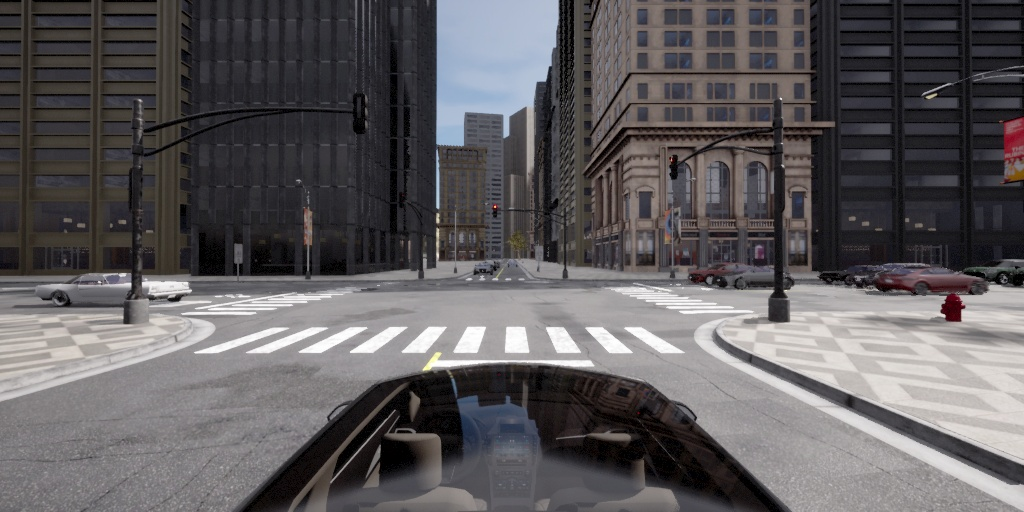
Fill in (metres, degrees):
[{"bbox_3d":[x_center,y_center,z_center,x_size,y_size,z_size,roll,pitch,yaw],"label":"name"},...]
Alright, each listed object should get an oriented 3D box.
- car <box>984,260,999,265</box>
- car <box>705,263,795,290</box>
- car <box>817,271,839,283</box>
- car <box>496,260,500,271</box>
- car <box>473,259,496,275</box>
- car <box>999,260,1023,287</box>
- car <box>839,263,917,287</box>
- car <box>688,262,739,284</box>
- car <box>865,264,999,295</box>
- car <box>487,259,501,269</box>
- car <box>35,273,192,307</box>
[{"bbox_3d":[34.218,1.043,24.929,4.553,1.767,2.097,0,0,0],"label":"car"},{"bbox_3d":[14.480,1.279,21.671,4.181,1.385,1.994,0,0,0],"label":"car"},{"bbox_3d":[24.251,1.316,24.934,4.718,1.301,1.895,0,0,0],"label":"car"},{"bbox_3d":[-3.057,1.299,49.478,1.882,1.535,5.008,0,0,0],"label":"car"},{"bbox_3d":[-3.052,1.361,39.116,1.994,1.385,4.181,0,0,-1],"label":"car"},{"bbox_3d":[33.351,1.021,21.679,4.553,1.767,2.097,0,0,0],"label":"car"},{"bbox_3d":[23.391,1.184,21.680,4.902,1.511,2.128,0,0,0],"label":"car"},{"bbox_3d":[14.907,1.216,24.927,5.008,1.535,1.882,0,0,0],"label":"car"},{"bbox_3d":[21.255,1.237,18.291,4.181,1.385,1.994,0,0,1],"label":"car"},{"bbox_3d":[-3.043,1.342,61.131,2.128,1.511,4.902,0,0,0],"label":"car"},{"bbox_3d":[-16.375,1.366,14.947,4.718,1.301,1.895,0,0,0],"label":"car"}]
